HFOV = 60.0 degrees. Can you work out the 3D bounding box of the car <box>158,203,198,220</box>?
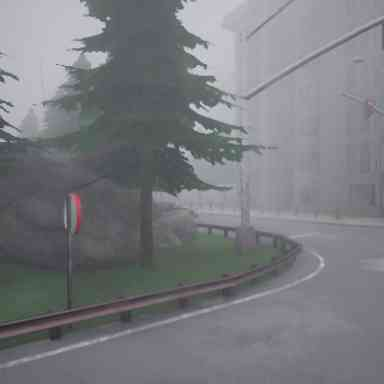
[{"bbox_3d":[-1.573,1.474,24.368,1.895,1.301,4.718,-1,1,-36],"label":"car"}]
